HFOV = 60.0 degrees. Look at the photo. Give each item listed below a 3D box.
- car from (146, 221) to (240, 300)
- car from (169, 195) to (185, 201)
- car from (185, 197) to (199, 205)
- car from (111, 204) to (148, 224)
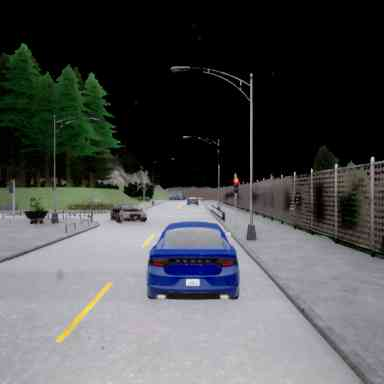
[{"bbox_3d":[0.037,1.478,8.457,1.882,1.535,5.008,0,0,1],"label":"car"},{"bbox_3d":[-3.810,1.539,87.951,5.357,1.411,2.033,0,0,40],"label":"car"},{"bbox_3d":[0.119,1.525,58.432,1.812,1.442,4.674,0,0,0],"label":"car"},{"bbox_3d":[-4.666,1.563,24.489,1.994,1.385,4.181,1,0,-25],"label":"car"}]
